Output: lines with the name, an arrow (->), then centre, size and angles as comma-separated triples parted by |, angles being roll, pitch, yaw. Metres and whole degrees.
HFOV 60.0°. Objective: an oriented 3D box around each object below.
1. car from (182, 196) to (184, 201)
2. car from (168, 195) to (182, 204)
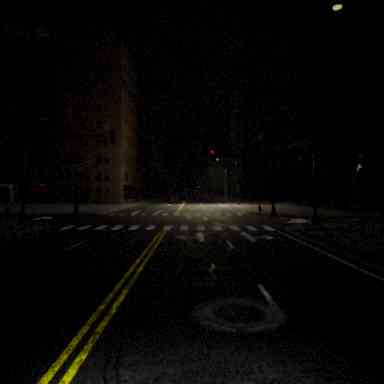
car -> -3.258, 1.464, 86.870 | 1.837, 1.490, 4.892 | 0, 0, 0
car -> -3.256, 1.530, 60.354 | 1.994, 1.385, 4.181 | 0, 0, 0
